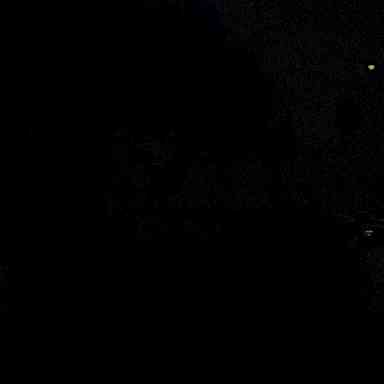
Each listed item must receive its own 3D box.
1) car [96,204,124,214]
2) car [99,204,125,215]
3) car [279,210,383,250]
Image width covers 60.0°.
[{"bbox_3d":[-9.310,2.109,37.631,2.128,1.511,4.902,0,-1,-35],"label":"car"},{"bbox_3d":[-10.794,2.318,44.845,1.994,1.385,4.181,0,-1,-35],"label":"car"},{"bbox_3d":[6.335,1.601,15.305,1.882,1.535,5.008,0,-1,-35],"label":"car"}]
